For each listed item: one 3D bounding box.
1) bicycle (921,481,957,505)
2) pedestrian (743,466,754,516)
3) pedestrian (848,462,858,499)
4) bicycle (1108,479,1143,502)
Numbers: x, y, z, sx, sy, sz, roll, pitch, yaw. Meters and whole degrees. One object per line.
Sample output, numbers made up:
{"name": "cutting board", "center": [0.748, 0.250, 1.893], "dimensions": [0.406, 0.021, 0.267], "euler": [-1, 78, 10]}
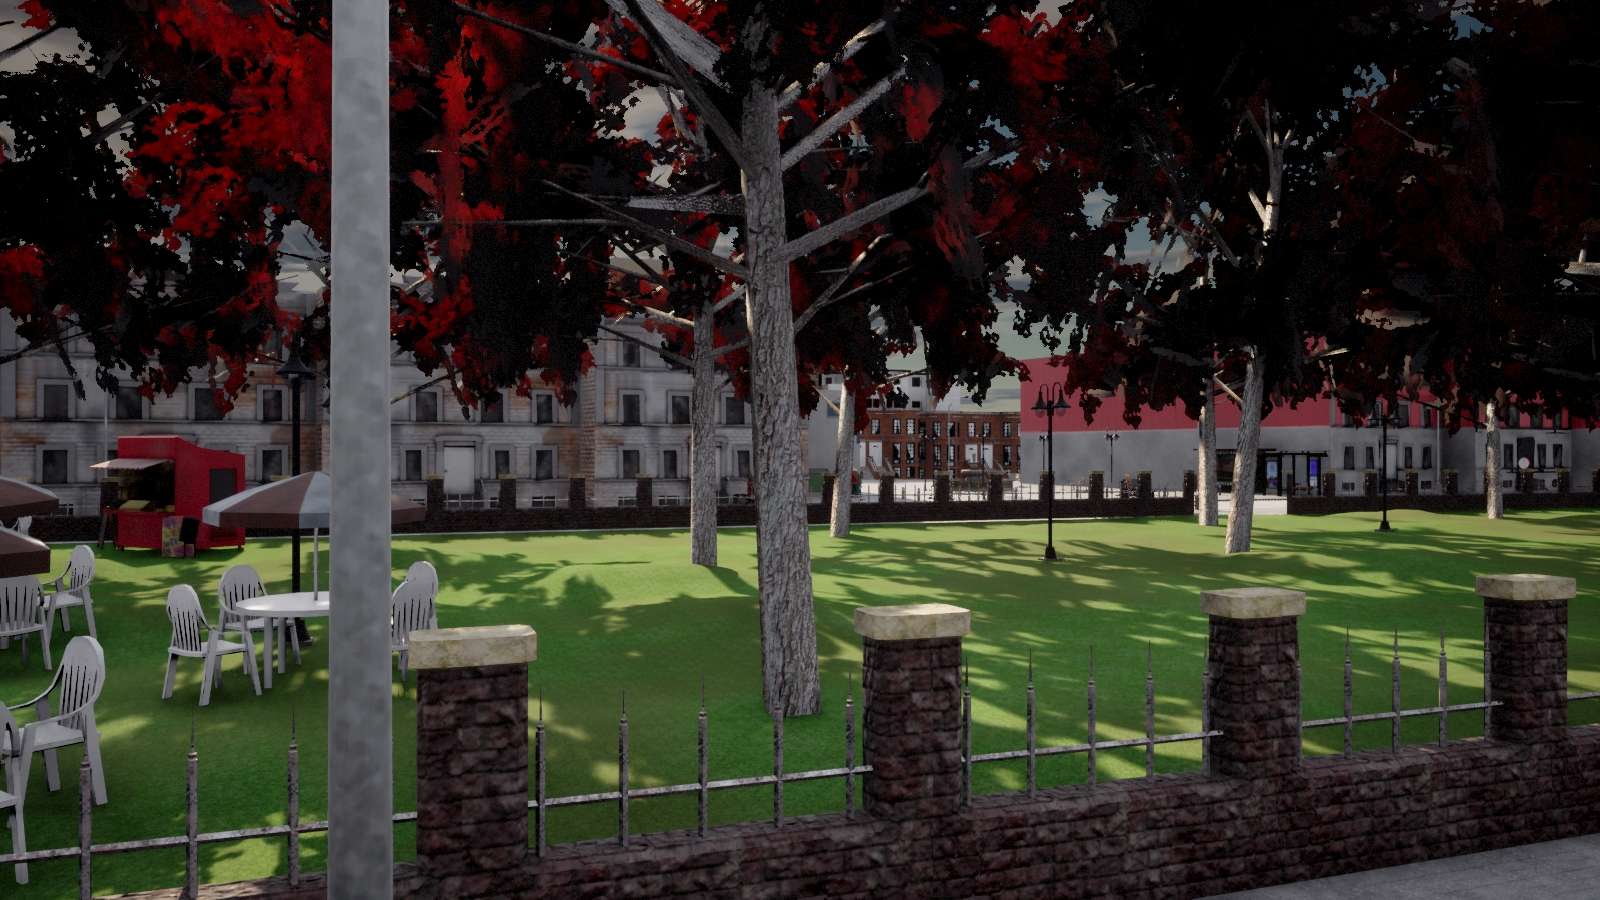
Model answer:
{"name": "bicycle", "center": [6.633, 2.046, 54.425], "dimensions": [1.487, 1.080, 0.859], "euler": [0, 0, -20]}
{"name": "pedestrian", "center": [-1.929, 1.530, 42.696], "dimensions": [0.375, 1.860, 0.375], "euler": [0, 0, -5]}
{"name": "pedestrian", "center": [2.659, 1.533, 57.154], "dimensions": [0.375, 1.860, 0.375], "euler": [0, 0, -27]}
{"name": "bicycle", "center": [16.557, 2.050, 58.075], "dimensions": [1.487, 1.080, 0.859], "euler": [0, 0, -20]}
